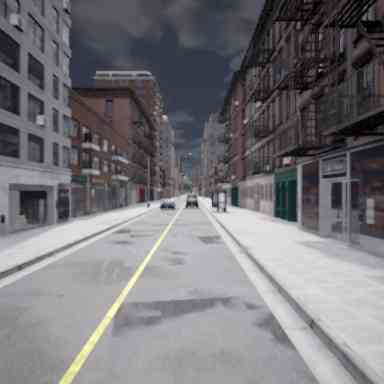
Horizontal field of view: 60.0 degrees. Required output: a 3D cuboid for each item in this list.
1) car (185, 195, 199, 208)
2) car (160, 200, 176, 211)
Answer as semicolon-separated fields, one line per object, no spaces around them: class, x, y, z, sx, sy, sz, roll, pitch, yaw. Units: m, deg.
car;0.032;1.599;50.041;1.882;1.535;5.008;0;0;0
car;-3.088;1.703;43.047;1.895;1.301;4.718;0;0;0
